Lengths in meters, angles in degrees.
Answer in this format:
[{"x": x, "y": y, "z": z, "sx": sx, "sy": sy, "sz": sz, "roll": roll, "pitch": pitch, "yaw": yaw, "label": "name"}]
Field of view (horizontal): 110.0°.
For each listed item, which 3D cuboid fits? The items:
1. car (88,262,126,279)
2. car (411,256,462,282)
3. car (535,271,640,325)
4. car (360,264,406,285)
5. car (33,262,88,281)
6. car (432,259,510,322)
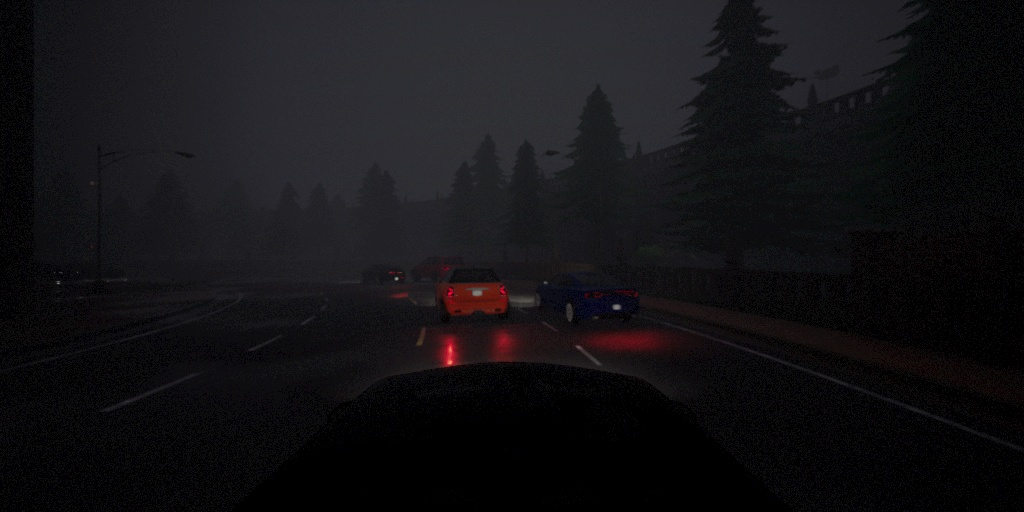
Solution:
[{"x": -38.743, "y": 1.325, "z": 33.149, "sx": 4.892, "sy": 1.490, "sz": 1.837, "roll": -1, "pitch": 0, "yaw": 1, "label": "car"}, {"x": -5.634, "y": 1.007, "z": 27.351, "sx": 2.150, "sy": 2.045, "sz": 5.566, "roll": 0, "pitch": 0, "yaw": -41, "label": "car"}, {"x": 2.232, "y": 1.238, "z": 12.024, "sx": 1.882, "sy": 1.535, "sz": 5.008, "roll": 0, "pitch": -1, "yaw": -14, "label": "car"}, {"x": -9.584, "y": 1.292, "z": 26.433, "sx": 1.837, "sy": 1.490, "sz": 4.892, "roll": 1, "pitch": 0, "yaw": -43, "label": "car"}, {"x": -38.798, "y": 1.321, "z": 29.650, "sx": 4.892, "sy": 1.490, "sz": 1.837, "roll": -1, "pitch": 0, "yaw": 1, "label": "car"}, {"x": -1.557, "y": 1.115, "z": 12.617, "sx": 2.097, "sy": 1.767, "sz": 4.553, "roll": 0, "pitch": 0, "yaw": -15, "label": "car"}]
